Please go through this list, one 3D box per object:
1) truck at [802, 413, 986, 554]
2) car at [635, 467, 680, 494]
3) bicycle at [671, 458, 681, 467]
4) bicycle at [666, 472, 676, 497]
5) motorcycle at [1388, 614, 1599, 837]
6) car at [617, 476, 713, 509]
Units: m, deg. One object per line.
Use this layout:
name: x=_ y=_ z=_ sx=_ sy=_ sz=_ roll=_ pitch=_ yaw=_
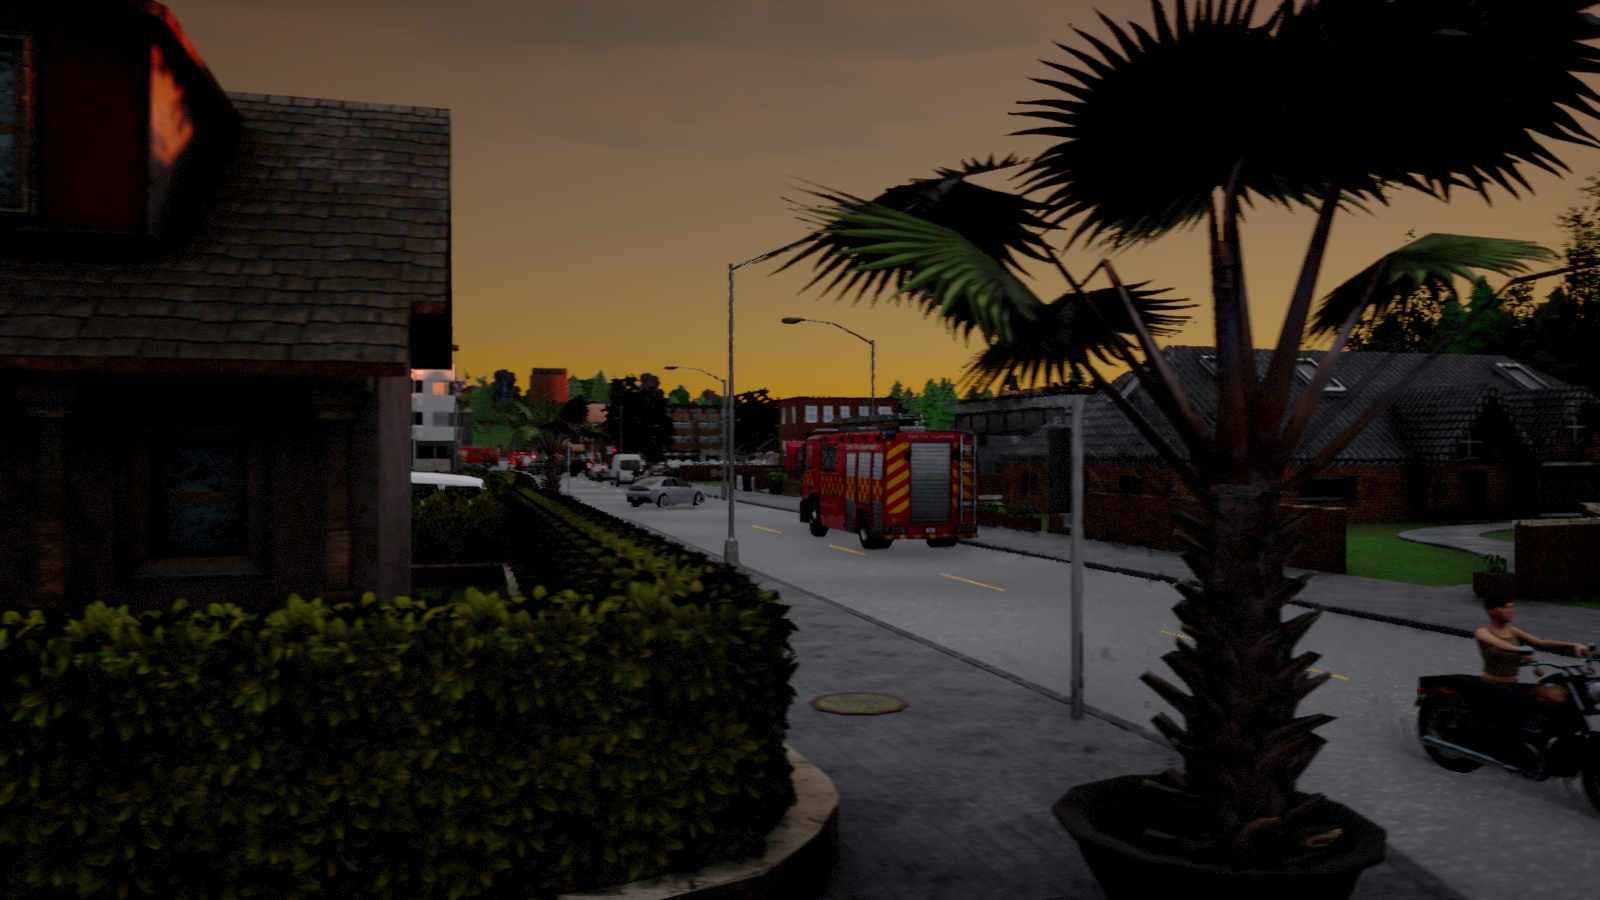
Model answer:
truck: x=2.636 y=0.918 z=35.675 sx=2.891 sy=3.827 sz=8.468 roll=0 pitch=0 yaw=-16
car: x=-9.546 y=2.031 z=76.053 sx=2.242 sy=1.667 sz=4.611 roll=0 pitch=0 yaw=-16
bicycle: x=-21.380 y=2.218 z=196.974 sx=1.643 sy=1.496 sz=0.373 roll=0 pitch=0 yaw=-16
bicycle: x=-8.030 y=2.119 z=71.043 sx=0.329 sy=1.471 sz=1.835 roll=0 pitch=0 yaw=-17
motorcycle: x=5.964 y=2.161 z=9.255 sx=0.764 sy=1.307 sz=2.356 roll=0 pitch=0 yaw=-15
car: x=-6.711 y=2.108 z=57.394 sx=2.231 sy=1.480 sz=4.892 roll=1 pitch=0 yaw=32
